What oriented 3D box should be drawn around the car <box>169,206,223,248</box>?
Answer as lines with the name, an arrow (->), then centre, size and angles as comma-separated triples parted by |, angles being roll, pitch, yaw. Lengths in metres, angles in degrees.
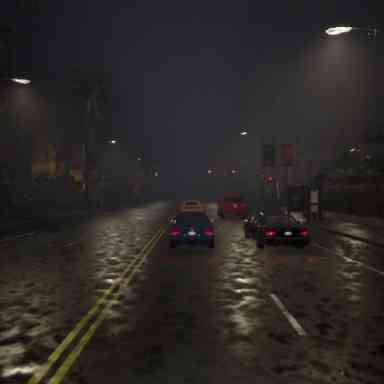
car -> 0.000, 1.560, 14.629 | 2.033, 1.411, 5.357 | 0, 0, 0

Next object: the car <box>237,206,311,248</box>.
car -> 3.500, 1.560, 14.629 | 2.033, 1.411, 5.357 | 0, 0, 0

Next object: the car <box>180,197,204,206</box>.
car -> 0.000, 1.482, 29.629 | 1.882, 1.535, 5.008 | 0, 0, 0

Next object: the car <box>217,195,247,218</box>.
car -> 3.500, 1.255, 29.659 | 2.150, 2.045, 5.566 | 0, 0, 0
